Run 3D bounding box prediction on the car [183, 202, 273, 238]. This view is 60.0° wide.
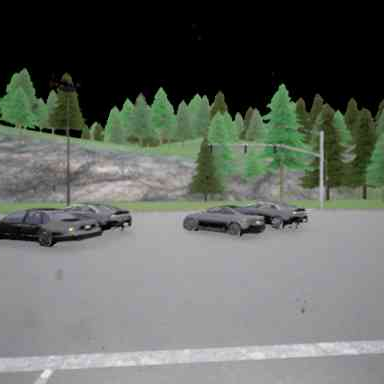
[{"bbox_3d":[1.514,1.348,16.585,4.181,1.385,1.994,1,1,42],"label":"car"}]

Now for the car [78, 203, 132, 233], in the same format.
[{"bbox_3d":[-5.302,1.278,16.417,4.902,1.511,2.128,0,0,23],"label":"car"}]

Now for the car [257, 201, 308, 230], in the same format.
[{"bbox_3d":[4.085,1.245,19.017,4.902,1.511,2.128,1,1,43],"label":"car"}]

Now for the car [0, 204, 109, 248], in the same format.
[{"bbox_3d":[-6.347,1.370,13.596,5.357,1.411,2.033,0,1,21],"label":"car"}]
